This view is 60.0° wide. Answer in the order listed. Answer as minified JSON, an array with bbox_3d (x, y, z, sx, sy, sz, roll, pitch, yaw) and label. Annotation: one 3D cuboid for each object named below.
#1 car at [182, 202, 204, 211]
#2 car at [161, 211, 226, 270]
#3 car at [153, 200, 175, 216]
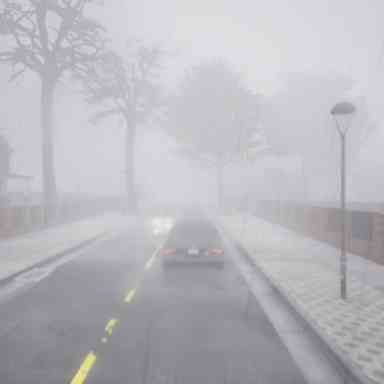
[{"bbox_3d":[0.118,1.577,29.221,1.812,1.442,4.674,0,0,0],"label":"car"},{"bbox_3d":[0.064,1.590,11.113,2.033,1.411,5.357,0,0,1],"label":"car"},{"bbox_3d":[-2.761,1.539,33.133,2.128,1.511,4.902,0,0,0],"label":"car"}]
